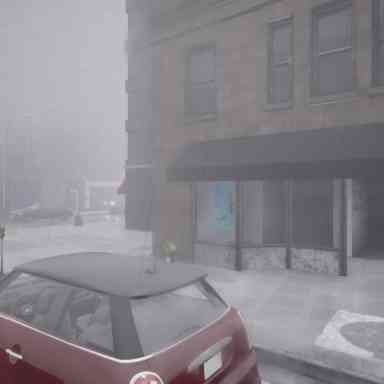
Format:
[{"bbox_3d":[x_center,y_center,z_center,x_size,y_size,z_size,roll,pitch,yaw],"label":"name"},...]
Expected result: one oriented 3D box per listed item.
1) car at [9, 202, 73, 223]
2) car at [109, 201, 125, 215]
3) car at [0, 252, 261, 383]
[{"bbox_3d":[-11.377,1.515,25.367,1.812,1.442,4.674,0,0,37],"label":"car"},{"bbox_3d":[-6.140,1.555,32.803,1.994,1.385,4.181,0,0,35],"label":"car"},{"bbox_3d":[-1.405,1.440,3.851,4.097,1.590,1.967,0,0,36],"label":"car"}]
